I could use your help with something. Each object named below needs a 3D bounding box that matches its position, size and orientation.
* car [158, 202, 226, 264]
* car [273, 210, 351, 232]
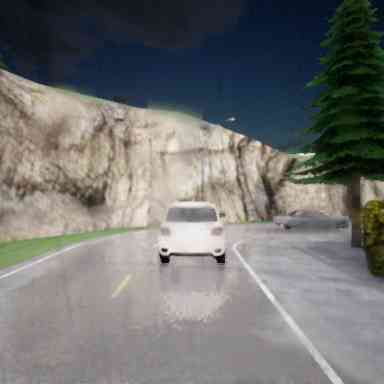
[{"bbox_3d":[0.107,1.363,12.529,2.150,2.045,5.566,0,0,3],"label":"car"},{"bbox_3d":[7.861,1.838,21.629,4.718,1.301,1.895,0,-1,-13],"label":"car"}]
